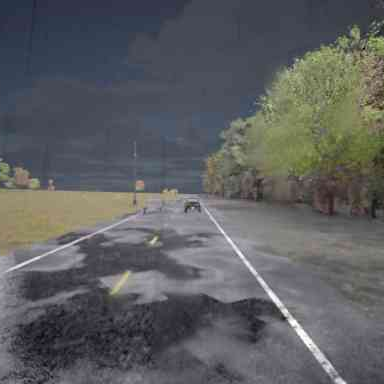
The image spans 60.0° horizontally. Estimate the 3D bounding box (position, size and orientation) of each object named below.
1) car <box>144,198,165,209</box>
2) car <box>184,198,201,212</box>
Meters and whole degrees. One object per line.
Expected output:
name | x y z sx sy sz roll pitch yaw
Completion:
car | -3.517 1.180 31.857 1.812 1.442 4.674 0 0 0
car | 0.079 1.506 39.474 1.837 1.490 4.892 0 0 0
